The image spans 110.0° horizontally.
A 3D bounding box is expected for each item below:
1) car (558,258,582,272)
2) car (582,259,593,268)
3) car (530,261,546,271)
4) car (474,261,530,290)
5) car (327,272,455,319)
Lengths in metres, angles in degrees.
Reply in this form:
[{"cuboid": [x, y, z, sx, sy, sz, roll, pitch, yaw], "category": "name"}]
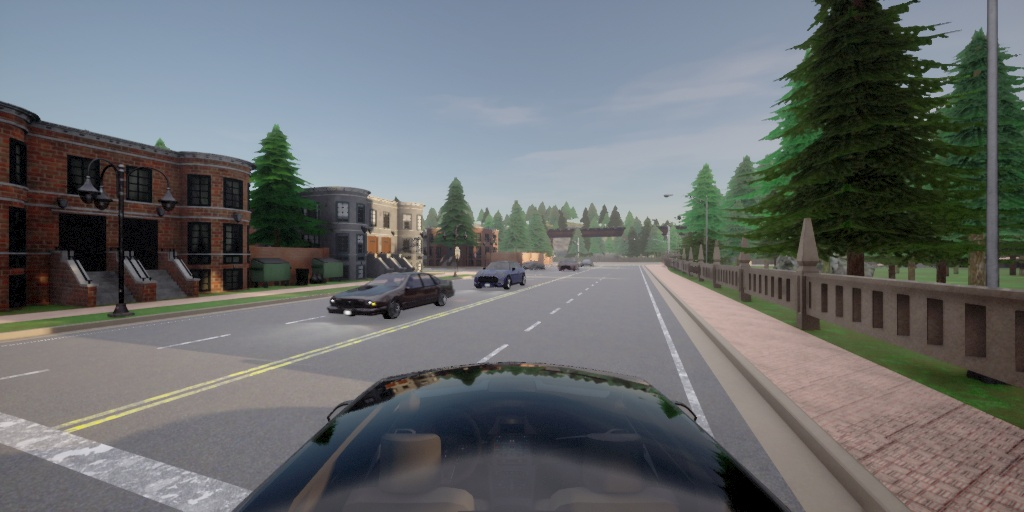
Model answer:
[{"cuboid": [7.322, 1.102, 46.209, 2.097, 1.767, 4.553, 0, 0, 19], "category": "car"}, {"cuboid": [13.229, 1.275, 63.273, 1.812, 1.442, 4.674, 0, 0, 19], "category": "car"}, {"cuboid": [2.767, 1.313, 49.076, 1.994, 1.385, 4.181, 1, 0, 43], "category": "car"}, {"cuboid": [-0.675, 1.102, 22.814, 2.097, 1.767, 4.553, 0, 0, 19], "category": "car"}, {"cuboid": [-4.025, 1.298, 13.172, 2.033, 1.411, 5.357, 0, 0, 19], "category": "car"}]
